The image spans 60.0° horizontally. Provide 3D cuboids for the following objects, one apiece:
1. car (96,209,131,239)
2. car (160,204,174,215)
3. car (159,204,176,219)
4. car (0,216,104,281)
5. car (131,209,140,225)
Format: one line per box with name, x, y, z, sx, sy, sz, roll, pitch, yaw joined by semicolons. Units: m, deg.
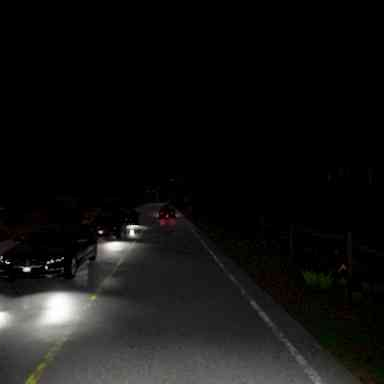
car;-5.075;1.958;20.244;1.837;1.490;4.892;0;-1;-4
car;-3.686;2.551;49.164;1.837;1.490;4.892;0;-1;-4
car;-2.922;2.432;39.220;1.895;1.301;4.718;0;-1;-4
car;-4.354;1.754;10.810;1.837;1.490;4.892;0;-1;-4
car;-5.823;2.231;30.132;1.994;1.385;4.181;0;-1;-4
